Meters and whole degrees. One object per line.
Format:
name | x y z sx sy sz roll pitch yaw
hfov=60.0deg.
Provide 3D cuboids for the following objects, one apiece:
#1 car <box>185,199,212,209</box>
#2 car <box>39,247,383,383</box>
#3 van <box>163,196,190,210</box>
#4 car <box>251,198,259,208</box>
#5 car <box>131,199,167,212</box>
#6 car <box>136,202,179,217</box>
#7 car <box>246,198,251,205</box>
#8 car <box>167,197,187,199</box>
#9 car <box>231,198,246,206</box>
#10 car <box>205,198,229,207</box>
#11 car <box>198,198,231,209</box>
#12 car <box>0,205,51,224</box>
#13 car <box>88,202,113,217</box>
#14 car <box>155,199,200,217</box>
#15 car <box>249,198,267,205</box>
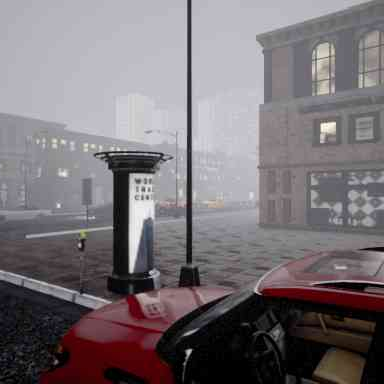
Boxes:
car | 1.108 1.754 51.185 2.008 1.369 4.403 0 0 35
car | 1.165 1.315 2.044 5.009 1.841 2.192 0 0 35
van | -2.069 1.517 46.665 1.690 1.788 3.998 0 0 35
car | 11.142 1.675 50.891 1.967 1.590 4.097 0 -1 35
car | -5.343 1.673 42.003 1.752 1.417 4.829 0 0 35
car | -3.493 1.725 34.555 1.895 1.301 4.718 0 0 35
car | 10.637 1.844 64.750 2.008 1.369 4.403 0 -1 35
car | -2.503 1.506 41.513 2.097 1.767 4.553 0 0 35
car | 7.461 1.814 60.229 2.008 1.369 4.403 0 -1 35
car | 4.187 1.757 55.568 1.752 1.417 4.829 0 0 35
car | 3.368 1.683 49.813 1.882 1.535 5.008 0 0 36
car | -13.563 1.667 25.790 1.895 1.301 4.718 0 0 35
car | -8.312 1.670 33.250 1.994 1.385 4.181 0 0 36
car | -1.520 1.669 32.774 1.887 1.381 4.507 0 0 35
car | 13.814 1.874 69.273 2.008 1.369 4.403 0 -1 35
